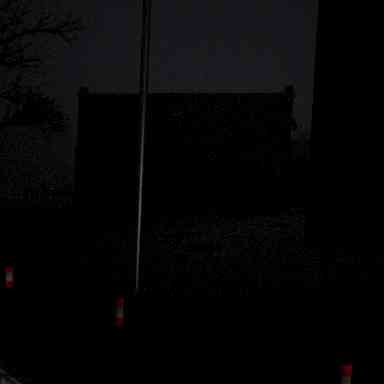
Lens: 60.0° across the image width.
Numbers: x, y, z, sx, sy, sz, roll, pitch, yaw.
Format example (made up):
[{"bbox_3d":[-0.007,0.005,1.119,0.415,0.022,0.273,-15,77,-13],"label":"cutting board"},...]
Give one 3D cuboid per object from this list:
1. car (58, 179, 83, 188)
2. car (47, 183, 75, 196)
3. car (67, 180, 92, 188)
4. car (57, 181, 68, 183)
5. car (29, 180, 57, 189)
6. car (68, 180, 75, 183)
[{"bbox_3d":[-25.753,-1.760,70.577,4.553,1.767,2.185,3,3,20],"label":"car"},{"bbox_3d":[-17.649,-0.200,46.564,1.994,1.385,4.181,3,2,16],"label":"car"},{"bbox_3d":[-24.840,-1.710,73.187,4.892,1.521,2.231,3,3,20],"label":"car"},{"bbox_3d":[-27.695,-1.495,65.423,5.008,1.535,2.097,3,3,20],"label":"car"},{"bbox_3d":[-28.608,-1.551,62.813,4.553,1.767,2.185,3,3,20],"label":"car"},{"bbox_3d":[-26.738,-1.525,68.007,4.674,1.452,2.002,3,3,20],"label":"car"}]
